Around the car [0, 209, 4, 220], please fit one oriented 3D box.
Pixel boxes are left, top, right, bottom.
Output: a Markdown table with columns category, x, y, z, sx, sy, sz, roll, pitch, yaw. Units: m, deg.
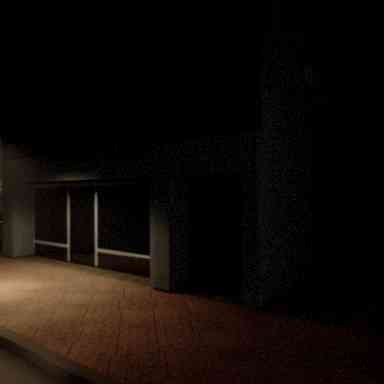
| category | x | y | z | sx | sy | sz | roll | pitch | yaw |
| --- | --- | --- | --- | --- | --- | --- | --- | --- | --- |
| car | -14.913 | 1.750 | 29.186 | 1.994 | 1.385 | 4.181 | 0 | 0 | 36 |
